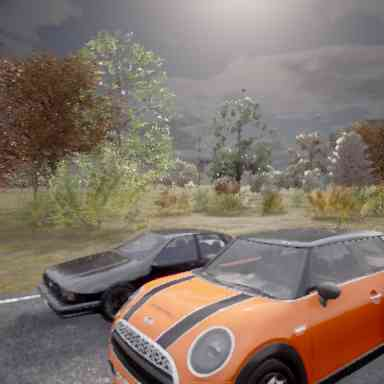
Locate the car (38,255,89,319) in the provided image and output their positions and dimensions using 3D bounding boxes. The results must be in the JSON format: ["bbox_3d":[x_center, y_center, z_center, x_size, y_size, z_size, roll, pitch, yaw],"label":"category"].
[{"bbox_3d":[-0.396,1.541,7.396,5.357,1.411,2.033,0,0,-36],"label":"car"}]

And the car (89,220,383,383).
[{"bbox_3d":[1.229,1.346,4.562,4.553,1.767,2.097,0,0,-36],"label":"car"}]
